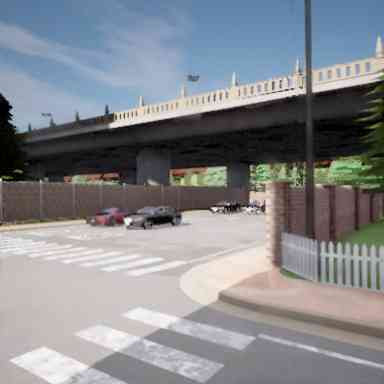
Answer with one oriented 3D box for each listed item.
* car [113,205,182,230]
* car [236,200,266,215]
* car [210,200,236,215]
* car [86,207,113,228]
[{"bbox_3d":[-2.653,1.699,22.894,2.128,1.511,4.902,-1,0,36],"label":"car"},{"bbox_3d":[7.287,1.698,36.812,2.128,1.511,4.902,-1,0,35],"label":"car"},{"bbox_3d":[3.912,1.733,38.097,2.128,1.511,4.902,-1,0,35],"label":"car"},{"bbox_3d":[-5.706,1.806,24.641,1.994,1.385,4.181,-1,0,36],"label":"car"}]
